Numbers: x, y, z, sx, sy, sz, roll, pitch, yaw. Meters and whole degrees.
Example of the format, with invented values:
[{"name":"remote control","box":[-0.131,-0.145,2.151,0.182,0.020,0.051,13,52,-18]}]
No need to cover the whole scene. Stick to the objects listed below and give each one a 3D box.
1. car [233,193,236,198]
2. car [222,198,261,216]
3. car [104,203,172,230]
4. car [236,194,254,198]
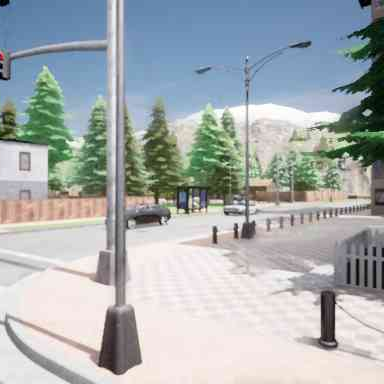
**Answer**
[{"name":"car","box":[10.610,1.146,79.236,1.905,1.878,3.866,0,0,36]},{"name":"car","box":[4.848,1.586,32.151,1.895,1.301,4.718,0,0,37]},{"name":"car","box":[-3.376,1.476,21.358,2.128,1.511,4.902,0,0,37]},{"name":"car","box":[12.873,1.144,78.074,1.932,1.855,4.605,0,0,36]}]
